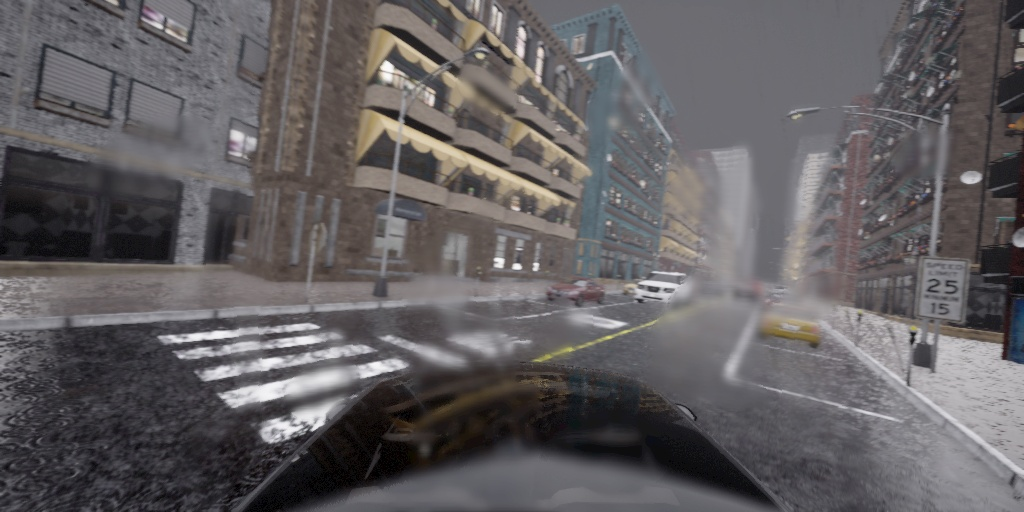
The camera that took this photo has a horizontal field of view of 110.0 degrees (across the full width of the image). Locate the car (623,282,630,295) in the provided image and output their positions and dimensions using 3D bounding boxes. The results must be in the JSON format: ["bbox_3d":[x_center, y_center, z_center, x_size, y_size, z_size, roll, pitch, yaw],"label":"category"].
[{"bbox_3d":[9.654,2.318,26.860,1.751,1.417,4.829,0,0,36],"label":"car"}]

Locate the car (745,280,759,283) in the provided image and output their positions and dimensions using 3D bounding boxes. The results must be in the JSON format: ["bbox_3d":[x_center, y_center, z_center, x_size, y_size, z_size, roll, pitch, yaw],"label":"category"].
[{"bbox_3d":[32.145,4.377,48.037,2.150,2.045,5.566,6,0,36],"label":"car"}]

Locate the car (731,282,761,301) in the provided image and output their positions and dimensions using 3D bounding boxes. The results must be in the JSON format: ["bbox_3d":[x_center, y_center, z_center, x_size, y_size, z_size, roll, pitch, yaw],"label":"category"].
[{"bbox_3d":[24.289,3.808,37.195,1.882,1.535,5.008,6,0,36],"label":"car"}]

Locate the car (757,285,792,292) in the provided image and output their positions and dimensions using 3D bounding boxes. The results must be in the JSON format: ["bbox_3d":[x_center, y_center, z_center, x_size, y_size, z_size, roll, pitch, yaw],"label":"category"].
[{"bbox_3d":[16.526,2.959,22.113,1.967,1.591,4.097,0,0,36],"label":"car"}]

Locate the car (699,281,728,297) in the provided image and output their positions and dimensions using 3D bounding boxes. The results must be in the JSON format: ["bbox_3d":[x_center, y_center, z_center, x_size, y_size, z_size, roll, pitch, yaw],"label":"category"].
[{"bbox_3d":[21.786,3.628,38.980,1.994,1.385,4.181,6,0,36],"label":"car"}]

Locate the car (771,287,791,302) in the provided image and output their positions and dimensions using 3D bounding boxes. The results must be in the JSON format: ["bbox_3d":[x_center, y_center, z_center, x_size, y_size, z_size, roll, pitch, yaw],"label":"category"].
[{"bbox_3d":[34.527,4.917,46.142,1.837,1.490,4.892,6,0,36],"label":"car"}]

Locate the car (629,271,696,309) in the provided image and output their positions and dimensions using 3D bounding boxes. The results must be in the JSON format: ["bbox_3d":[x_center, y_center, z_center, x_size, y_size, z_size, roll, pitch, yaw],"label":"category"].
[{"bbox_3d":[9.347,1.968,21.877,2.150,2.045,5.566,6,0,36],"label":"car"}]

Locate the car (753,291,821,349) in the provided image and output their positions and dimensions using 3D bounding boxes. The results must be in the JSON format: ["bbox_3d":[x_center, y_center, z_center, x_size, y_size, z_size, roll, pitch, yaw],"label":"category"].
[{"bbox_3d":[10.148,2.358,13.286,1.751,1.417,4.829,0,0,36],"label":"car"}]

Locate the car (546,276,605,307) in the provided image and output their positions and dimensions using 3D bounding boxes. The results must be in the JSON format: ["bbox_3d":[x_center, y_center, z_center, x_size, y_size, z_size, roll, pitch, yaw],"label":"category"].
[{"bbox_3d":[3.276,1.688,18.032,1.802,1.307,4.207,0,0,36],"label":"car"}]
